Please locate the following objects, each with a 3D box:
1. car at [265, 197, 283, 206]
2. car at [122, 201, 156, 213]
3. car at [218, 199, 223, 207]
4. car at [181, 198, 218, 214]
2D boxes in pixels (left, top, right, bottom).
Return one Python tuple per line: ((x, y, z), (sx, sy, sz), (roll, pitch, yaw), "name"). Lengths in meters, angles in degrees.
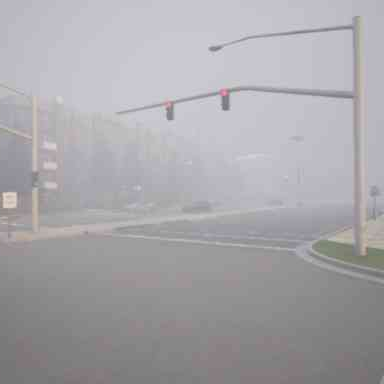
((14.357, 1.706, 58.149), (2.128, 1.511, 4.902), (-1, -1, 36), "car")
((-6.423, 1.807, 40.874), (1.812, 1.442, 4.674), (-1, 0, 35), "car")
((3.505, 1.808, 54.961), (1.812, 1.442, 4.674), (-1, -1, 35), "car")
((0.703, 1.718, 38.841), (1.837, 1.490, 4.892), (-1, 0, 35), "car")
